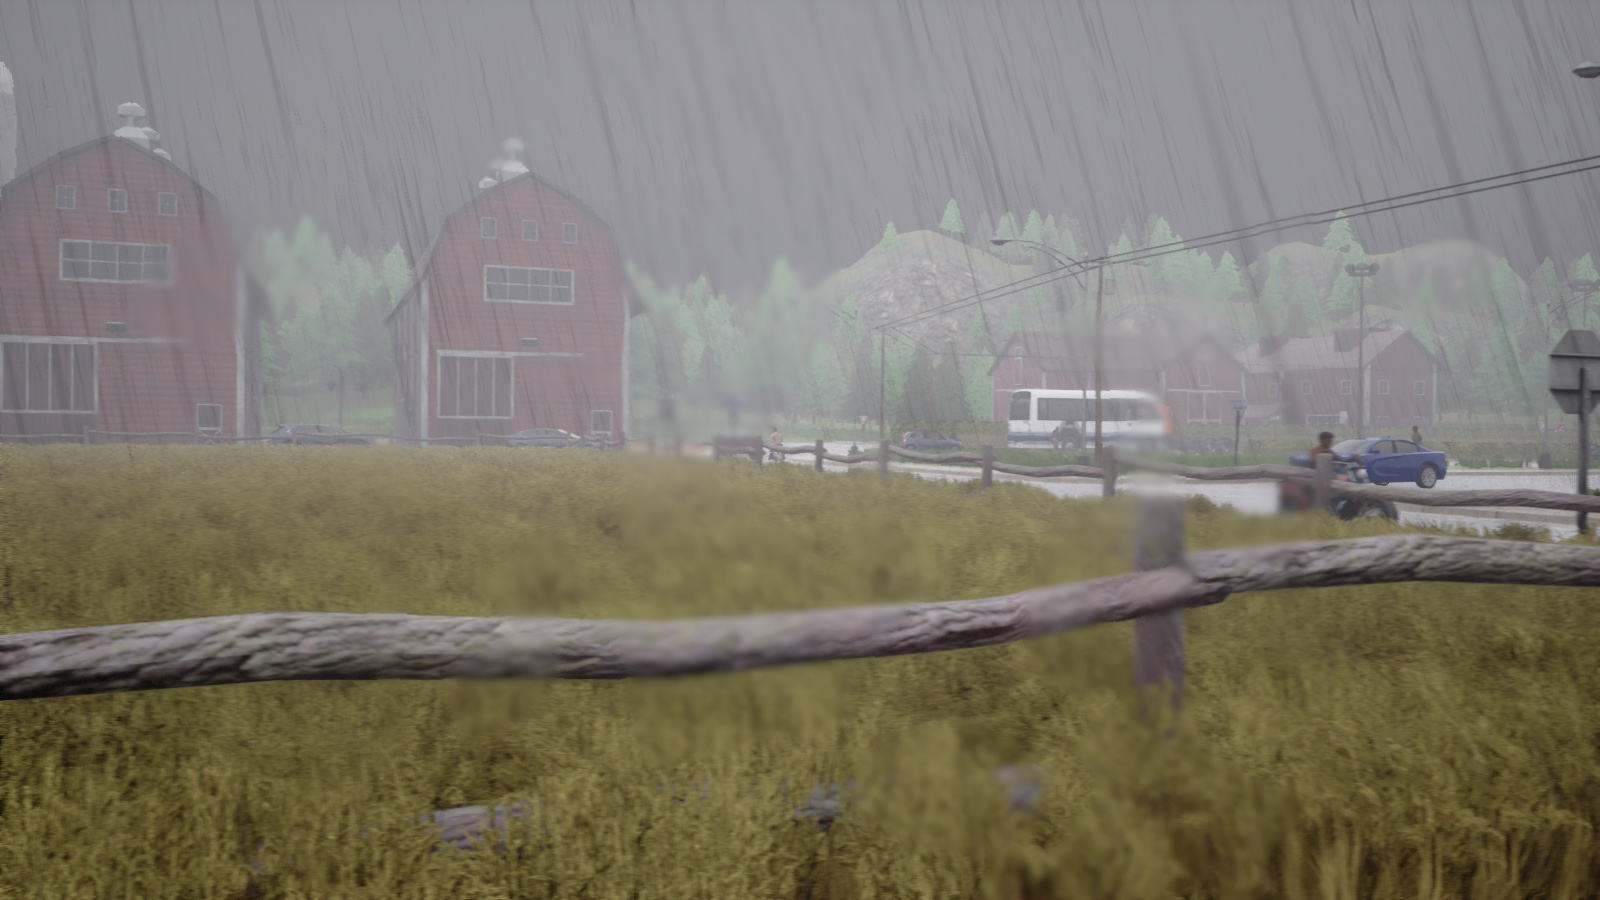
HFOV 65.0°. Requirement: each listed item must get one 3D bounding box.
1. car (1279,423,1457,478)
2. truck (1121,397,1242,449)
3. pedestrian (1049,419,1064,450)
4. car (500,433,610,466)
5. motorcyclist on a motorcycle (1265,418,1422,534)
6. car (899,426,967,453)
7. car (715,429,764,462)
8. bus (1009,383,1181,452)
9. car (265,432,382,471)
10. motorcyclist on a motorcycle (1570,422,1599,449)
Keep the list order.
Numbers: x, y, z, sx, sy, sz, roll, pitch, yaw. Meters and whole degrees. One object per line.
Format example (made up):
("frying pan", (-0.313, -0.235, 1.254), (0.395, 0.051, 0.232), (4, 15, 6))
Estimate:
("car", (16.865, -0.013, 37.270), (5.008, 1.535, 1.882), (-1, 1, -22))
("truck", (26.724, -1.903, 87.921), (7.936, 3.462, 2.891), (-1, 1, -21))
("pedestrian", (15.063, -0.909, 73.790), (0.694, 1.848, 0.540), (-1, 1, -21))
("car", (-11.603, -0.049, 59.720), (4.792, 1.488, 2.163), (-1, 1, 0))
("motorcyclist on a motorcycle", (8.218, 0.349, 19.113), (0.766, 1.649, 2.350), (-1, 1, -21))
("car", (8.201, -0.667, 77.751), (3.988, 1.617, 1.851), (0, 1, -2))
("car", (-3.021, -0.246, 63.394), (1.882, 1.535, 5.008), (-1, 1, 4))
("bus", (19.038, -2.104, 81.175), (10.273, 4.253, 3.944), (-1, 1, -18))
("car", (-21.698, 0.032, 57.220), (4.856, 1.649, 2.033), (-1, 1, -24))
("motorcyclist on a motorcycle", (45.968, -0.852, 73.035), (2.191, 1.530, 0.866), (-1, 1, -21))
